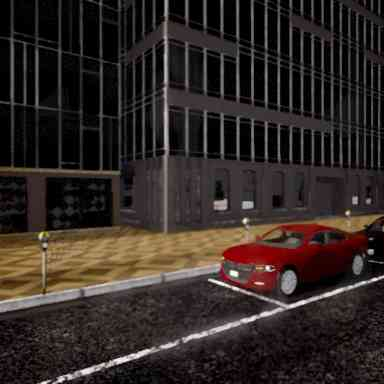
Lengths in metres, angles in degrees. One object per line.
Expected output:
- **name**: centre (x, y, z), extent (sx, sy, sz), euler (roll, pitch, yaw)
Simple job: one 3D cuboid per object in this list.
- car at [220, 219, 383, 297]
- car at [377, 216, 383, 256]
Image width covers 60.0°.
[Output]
- **car**: centre (2.742, 1.513, 8.512), extent (4.507, 1.381, 1.887), euler (0, 0, -35)
- **car**: centre (7.376, 1.508, 11.818), extent (4.313, 1.339, 1.947), euler (0, 0, -35)
